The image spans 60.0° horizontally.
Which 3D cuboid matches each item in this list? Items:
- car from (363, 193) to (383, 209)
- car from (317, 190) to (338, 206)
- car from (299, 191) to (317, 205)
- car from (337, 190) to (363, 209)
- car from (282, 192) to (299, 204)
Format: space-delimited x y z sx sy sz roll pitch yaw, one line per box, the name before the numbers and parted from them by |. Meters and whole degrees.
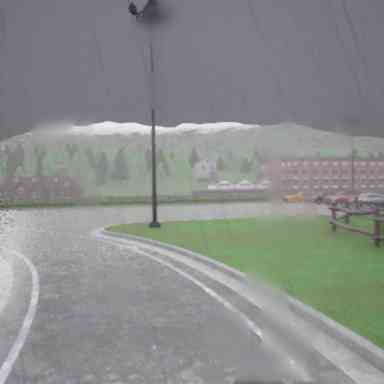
car | 17.994 0.816 29.171 5.008 1.535 1.882 -1 1 -15
car | 16.494 0.619 36.008 4.553 1.767 2.097 -1 1 -15
car | 15.653 0.585 39.402 4.553 1.767 2.097 -1 1 -15
car | 17.079 0.832 32.547 4.674 1.442 1.812 -1 1 -15
car | 14.031 0.693 42.596 5.008 1.535 1.882 -1 1 -15
